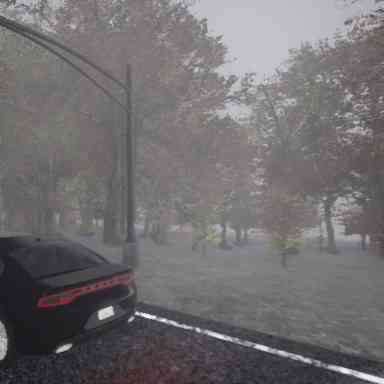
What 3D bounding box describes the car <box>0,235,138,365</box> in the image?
[{"bbox_3d":[-3.212,1.533,5.981,5.008,1.535,1.882,-1,0,35],"label":"car"}]
